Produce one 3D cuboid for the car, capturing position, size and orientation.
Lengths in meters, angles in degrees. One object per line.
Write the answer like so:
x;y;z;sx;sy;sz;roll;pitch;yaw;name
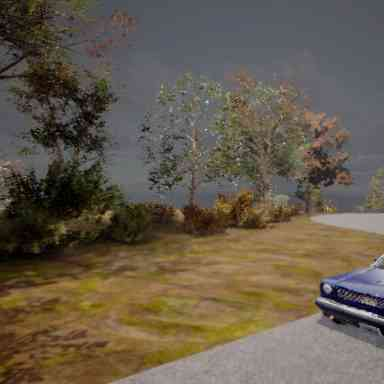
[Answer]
4.379;1.690;6.055;4.718;1.301;1.895;1;-1;-35;car
